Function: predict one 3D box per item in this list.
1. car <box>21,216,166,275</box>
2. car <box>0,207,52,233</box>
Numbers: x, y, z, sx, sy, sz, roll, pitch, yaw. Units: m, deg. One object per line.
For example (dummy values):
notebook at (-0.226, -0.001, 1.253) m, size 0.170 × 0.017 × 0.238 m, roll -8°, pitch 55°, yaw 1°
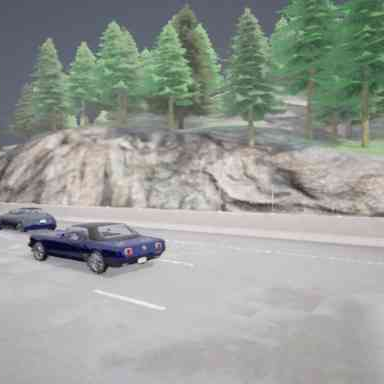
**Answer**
car at (-3.192, 1.612, 10.572) m, size 4.718 × 1.301 × 1.895 m, roll 0°, pitch 0°, yaw 36°
car at (-9.905, 1.589, 19.735) m, size 4.181 × 1.385 × 1.994 m, roll 0°, pitch 0°, yaw 37°
